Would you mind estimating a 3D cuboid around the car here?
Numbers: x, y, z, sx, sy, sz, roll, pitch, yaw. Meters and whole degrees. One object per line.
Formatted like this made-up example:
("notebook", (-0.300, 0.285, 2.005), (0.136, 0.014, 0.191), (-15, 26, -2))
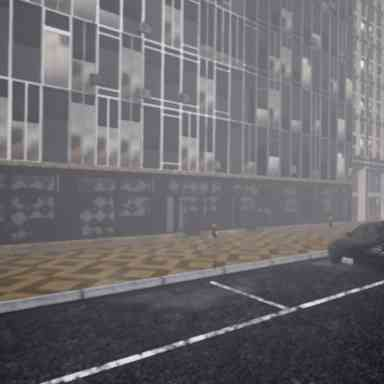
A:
("car", (6.385, 1.683, 11.107), (4.313, 1.339, 1.947), (1, 0, -35))
